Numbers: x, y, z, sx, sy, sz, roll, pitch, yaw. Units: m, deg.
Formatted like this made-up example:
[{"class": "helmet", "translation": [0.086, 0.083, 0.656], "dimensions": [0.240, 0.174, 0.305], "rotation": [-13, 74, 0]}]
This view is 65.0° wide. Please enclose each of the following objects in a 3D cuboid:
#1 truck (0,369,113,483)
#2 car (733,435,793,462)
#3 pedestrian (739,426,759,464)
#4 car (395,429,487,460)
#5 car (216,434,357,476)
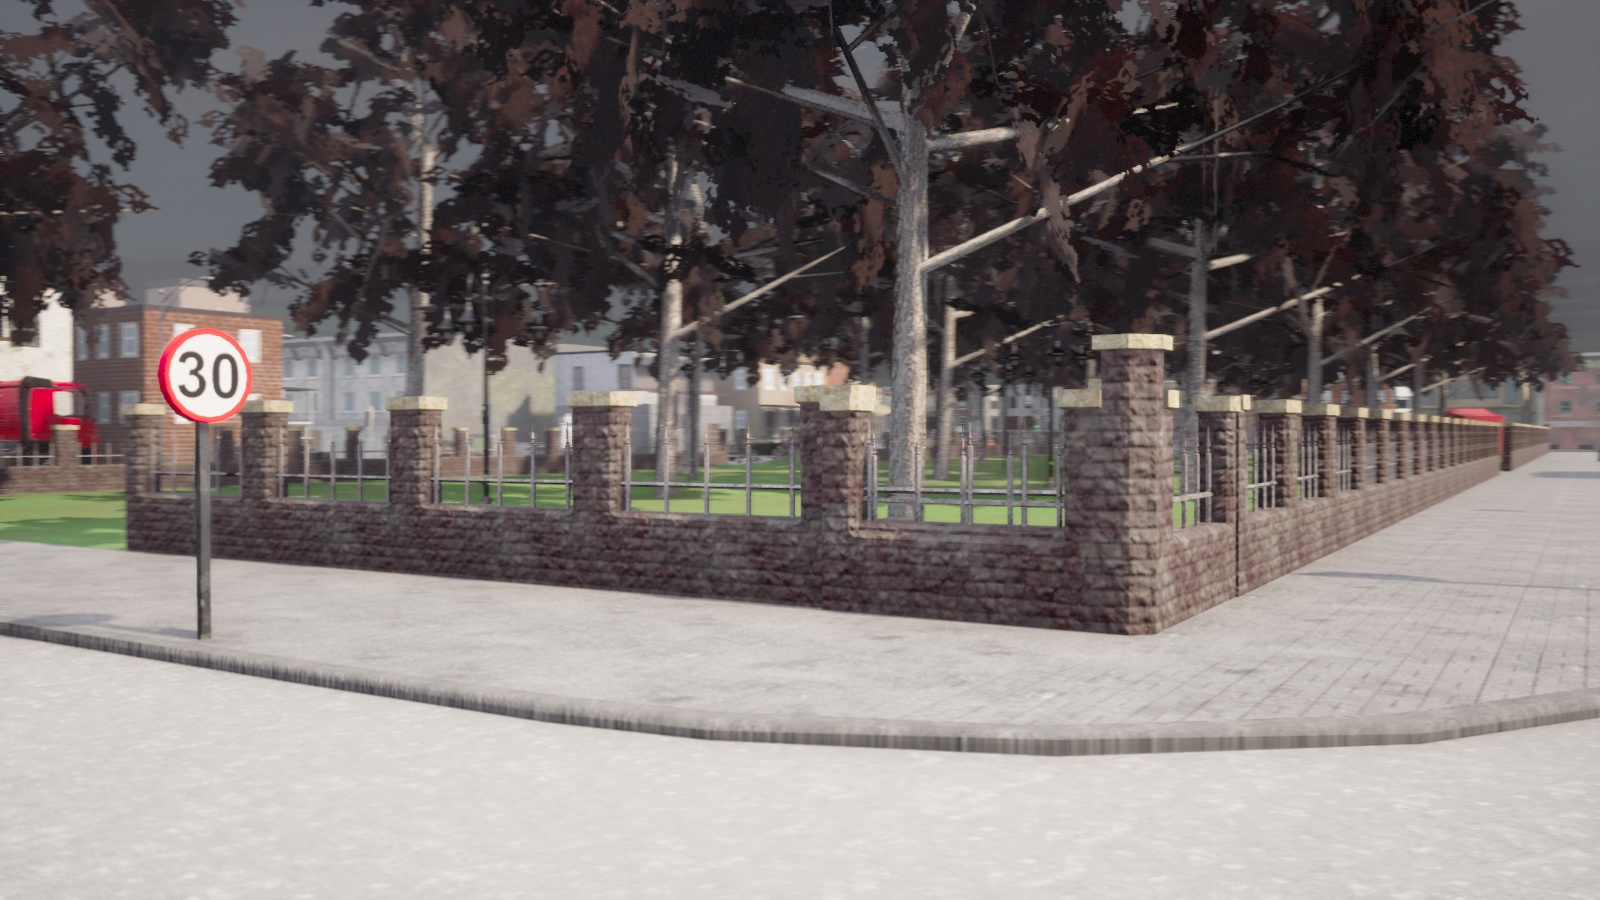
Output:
[{"class": "truck", "translation": [-25.646, -0.740, 38.273], "dimensions": [2.891, 3.462, 7.936], "rotation": [1, 1, 29]}, {"class": "car", "translation": [-2.180, -0.109, 75.208], "dimensions": [1.789, 1.549, 3.705], "rotation": [1, 1, 33]}, {"class": "pedestrian", "translation": [-2.626, -0.252, 64.595], "dimensions": [0.659, 1.952, 0.873], "rotation": [1, 1, 32]}, {"class": "car", "translation": [-20.070, -0.337, 70.198], "dimensions": [5.027, 1.651, 2.152], "rotation": [1, 1, 33]}, {"class": "car", "translation": [-19.544, 0.159, 48.009], "dimensions": [1.837, 1.490, 4.892], "rotation": [1, 1, 30]}]
